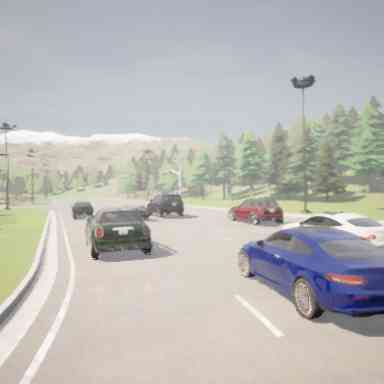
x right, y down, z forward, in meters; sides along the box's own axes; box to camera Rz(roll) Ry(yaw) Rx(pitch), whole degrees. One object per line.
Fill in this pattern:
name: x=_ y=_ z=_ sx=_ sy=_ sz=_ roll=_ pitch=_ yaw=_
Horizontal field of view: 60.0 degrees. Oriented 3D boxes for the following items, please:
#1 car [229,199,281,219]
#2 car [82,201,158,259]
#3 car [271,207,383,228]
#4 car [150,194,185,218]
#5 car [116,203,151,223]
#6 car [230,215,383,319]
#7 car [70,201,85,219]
car: x=4.325 y=1.235 z=23.111 sx=2.097 sy=1.767 sz=4.553 roll=-1 pitch=0 yaw=-21
car: x=-3.047 y=1.383 z=13.214 sx=2.097 sy=1.767 sz=4.553 roll=-1 pitch=0 yaw=-20
car: x=4.894 y=1.419 z=11.599 sx=1.812 sy=1.442 sz=4.674 roll=-1 pitch=0 yaw=-18
car: x=-2.485 y=1.212 z=30.682 sx=2.150 sy=2.045 sz=5.566 roll=-1 pitch=0 yaw=-22
car: x=-4.905 y=1.641 z=27.381 sx=1.895 sy=1.301 sz=4.718 roll=-1 pitch=0 yaw=-22
car: x=2.533 y=1.468 z=7.232 sx=1.812 sy=1.442 sz=4.674 roll=-1 pitch=0 yaw=-12
car: x=-10.286 y=1.633 z=31.258 sx=1.837 sy=1.490 sz=4.892 roll=-1 pitch=0 yaw=-22
